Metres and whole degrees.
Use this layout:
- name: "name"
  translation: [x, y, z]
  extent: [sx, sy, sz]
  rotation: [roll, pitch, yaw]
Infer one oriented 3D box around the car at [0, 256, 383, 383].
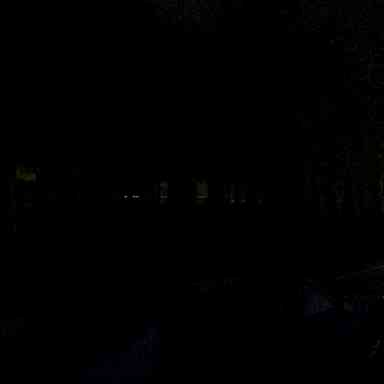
- name: "car"
  translation: [0.455, 1.555, 4.073]
  extent: [5.357, 1.411, 2.033]
  rotation: [0, 0, -36]
